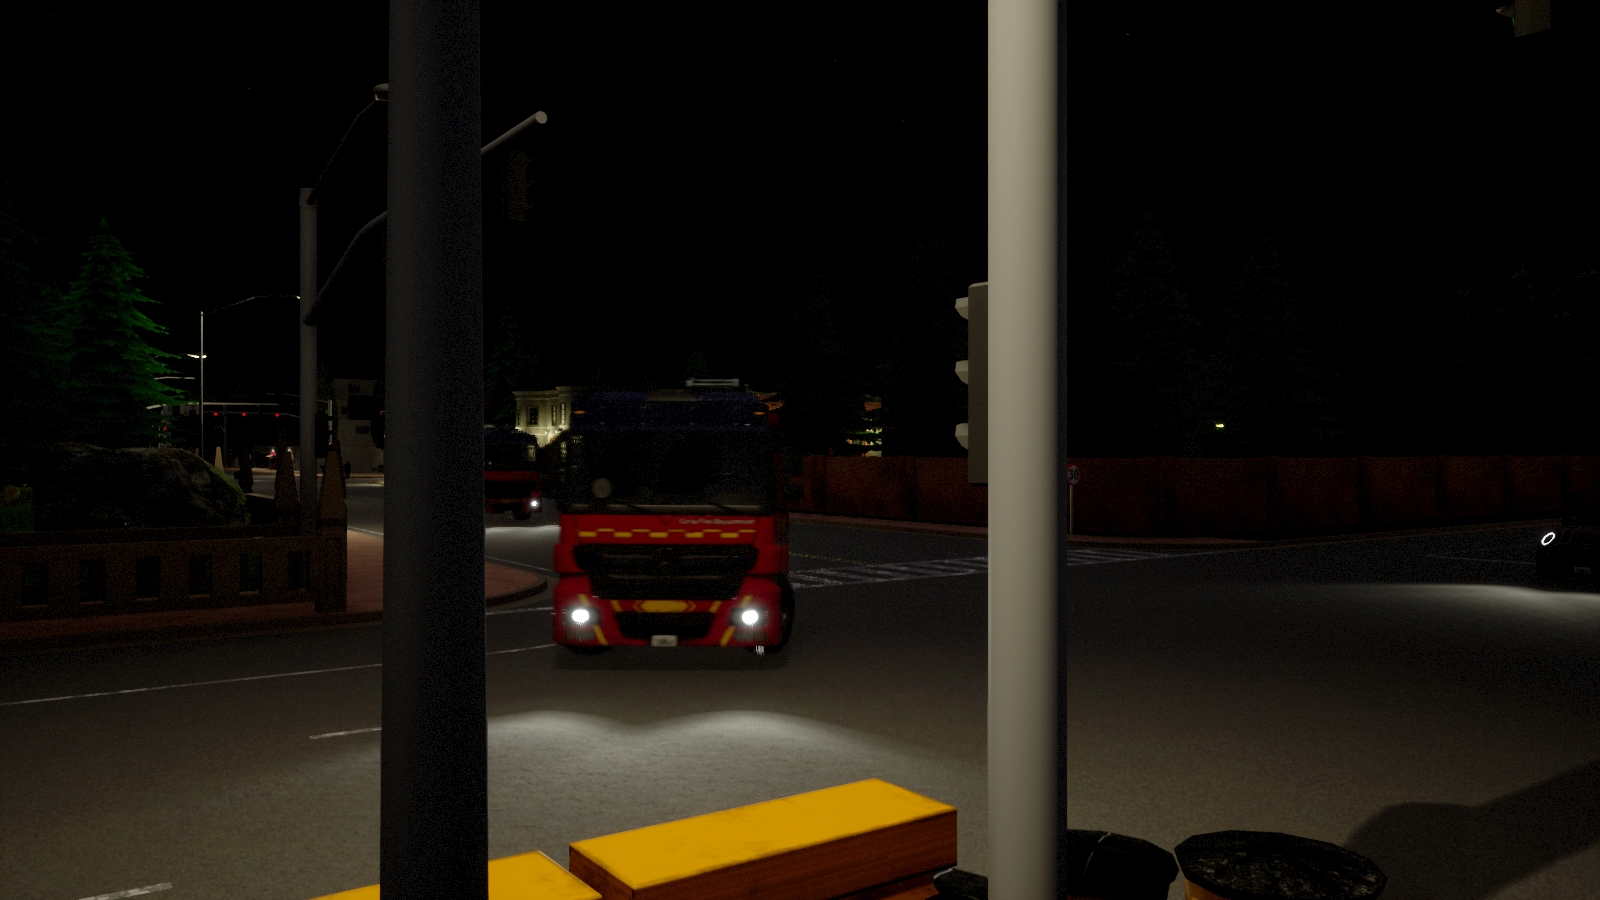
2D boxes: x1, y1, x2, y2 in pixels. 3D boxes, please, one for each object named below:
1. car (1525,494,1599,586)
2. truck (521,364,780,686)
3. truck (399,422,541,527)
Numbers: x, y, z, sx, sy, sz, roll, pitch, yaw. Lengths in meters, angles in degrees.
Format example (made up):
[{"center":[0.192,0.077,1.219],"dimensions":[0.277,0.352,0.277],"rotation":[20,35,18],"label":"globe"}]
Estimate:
[{"center":[18.010,1.906,24.946],"dimensions":[4.553,1.767,2.097],"rotation":[0,0,-35],"label":"car"},{"center":[-1.859,0.890,17.884],"dimensions":[2.891,3.827,8.468],"rotation":[0,0,0],"label":"truck"},{"center":[-13.462,0.890,46.081],"dimensions":[2.891,3.827,8.468],"rotation":[0,0,-35],"label":"truck"}]
